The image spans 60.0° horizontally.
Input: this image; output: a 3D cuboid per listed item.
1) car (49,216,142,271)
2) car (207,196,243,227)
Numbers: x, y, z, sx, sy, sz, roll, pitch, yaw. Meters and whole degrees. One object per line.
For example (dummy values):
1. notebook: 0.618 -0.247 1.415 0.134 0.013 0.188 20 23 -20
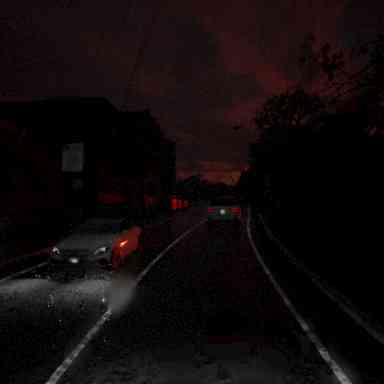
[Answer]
1. car: -2.969 1.588 11.268 1.812 1.442 4.674 0 0 5
2. car: 2.366 1.305 23.722 2.150 2.045 5.566 -1 0 9
